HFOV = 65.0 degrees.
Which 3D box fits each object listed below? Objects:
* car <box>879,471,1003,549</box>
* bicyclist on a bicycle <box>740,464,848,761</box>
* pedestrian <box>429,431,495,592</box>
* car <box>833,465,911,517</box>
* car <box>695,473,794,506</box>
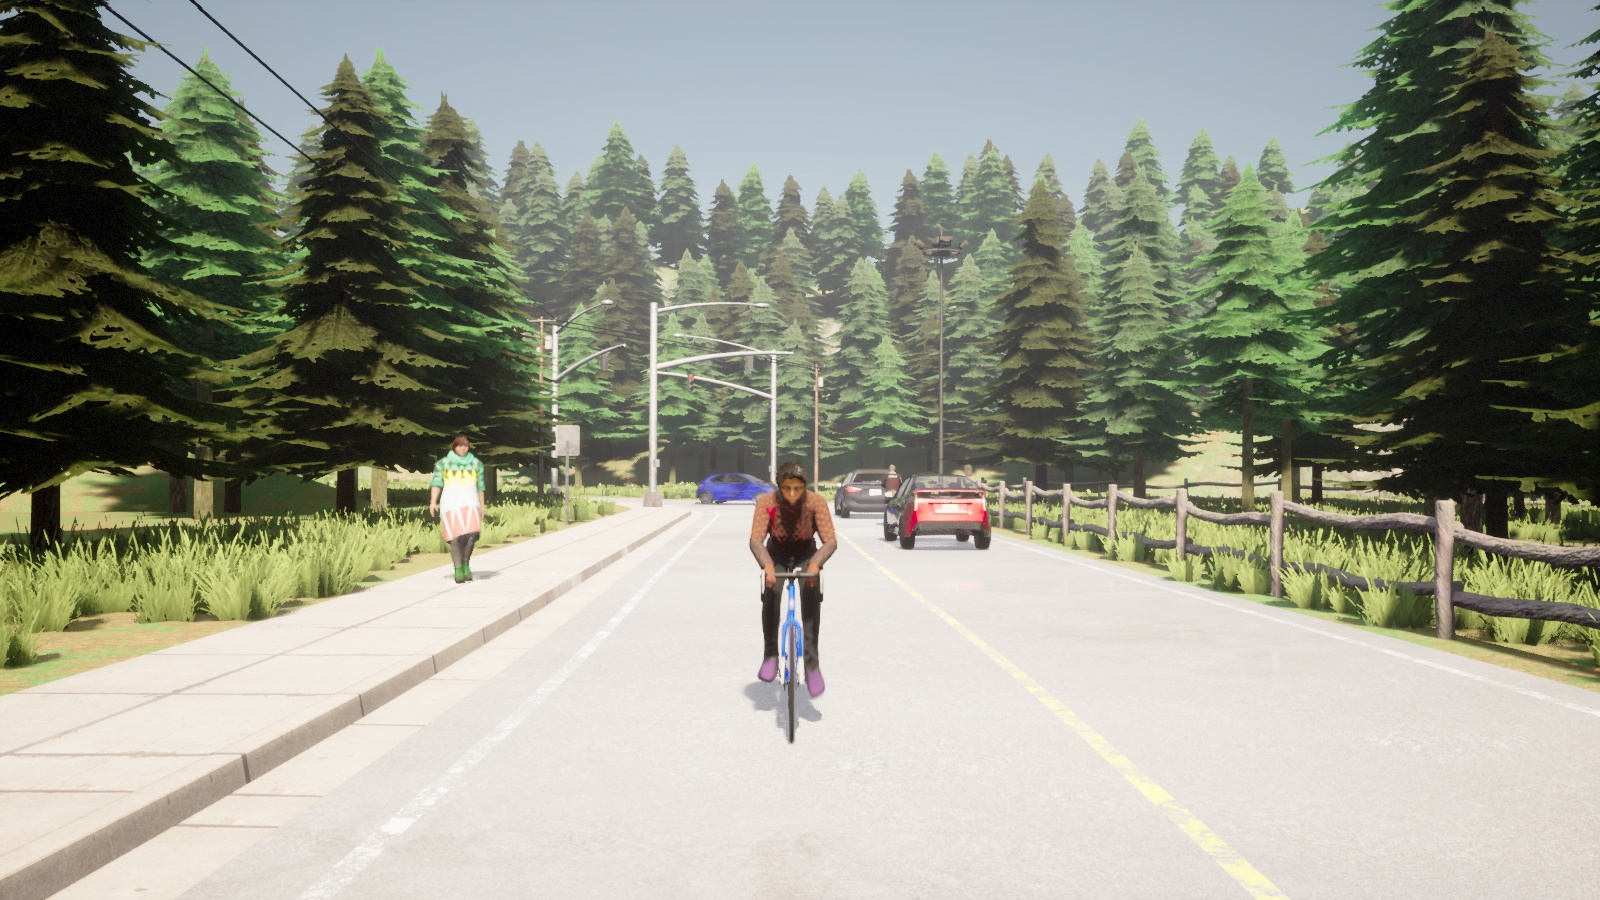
[{"bbox_3d":[2.901,1.207,26.798,2.007,1.525,4.514,0,-1,-2],"label":"car"},{"bbox_3d":[-0.044,0.897,7.701,0.582,1.620,1.656,0,-1,-1],"label":"bicyclist on a bicycle"},{"bbox_3d":[-4.242,0.749,15.727,0.659,1.952,0.873,0,-1,-25],"label":"pedestrian"},{"bbox_3d":[2.401,1.381,43.205,2.242,1.667,4.611,0,-1,-2],"label":"car"},{"bbox_3d":[-2.572,1.832,58.099,4.193,1.474,1.816,0,-1,19],"label":"car"}]
